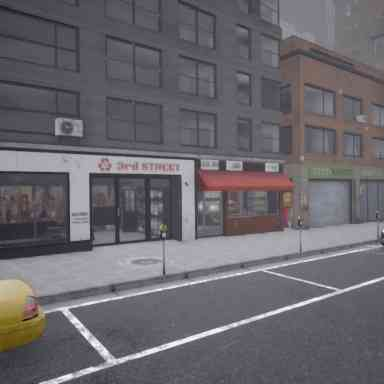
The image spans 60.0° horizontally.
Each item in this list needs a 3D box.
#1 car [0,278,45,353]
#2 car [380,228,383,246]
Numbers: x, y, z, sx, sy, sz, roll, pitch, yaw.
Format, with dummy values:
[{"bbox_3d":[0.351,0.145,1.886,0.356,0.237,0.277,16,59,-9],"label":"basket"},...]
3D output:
[{"bbox_3d":[-4.275,1.526,3.614,4.829,1.417,1.752,0,-1,-36],"label":"car"},{"bbox_3d":[9.306,1.439,13.307,4.097,1.590,1.967,0,-1,-36],"label":"car"}]
